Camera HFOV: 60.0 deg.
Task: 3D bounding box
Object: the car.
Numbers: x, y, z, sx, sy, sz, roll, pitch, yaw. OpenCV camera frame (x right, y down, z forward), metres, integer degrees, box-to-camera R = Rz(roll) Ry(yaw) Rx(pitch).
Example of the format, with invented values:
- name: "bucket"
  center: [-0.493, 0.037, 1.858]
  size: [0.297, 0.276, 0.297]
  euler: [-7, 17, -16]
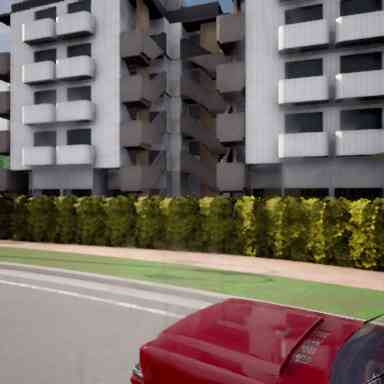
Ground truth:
- name: "car"
  center: [1.769, 1.600, 2.509]
  size: [4.718, 1.301, 1.895]
  euler: [0, 0, 35]
